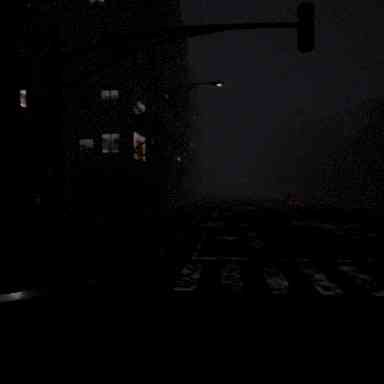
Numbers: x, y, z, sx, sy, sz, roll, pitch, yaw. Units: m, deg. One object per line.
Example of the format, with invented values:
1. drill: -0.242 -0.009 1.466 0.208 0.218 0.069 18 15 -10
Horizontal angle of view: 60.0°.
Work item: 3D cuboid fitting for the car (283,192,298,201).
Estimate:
1. car: 16.196 0.682 54.806 2.128 1.511 4.902 0 1 6
